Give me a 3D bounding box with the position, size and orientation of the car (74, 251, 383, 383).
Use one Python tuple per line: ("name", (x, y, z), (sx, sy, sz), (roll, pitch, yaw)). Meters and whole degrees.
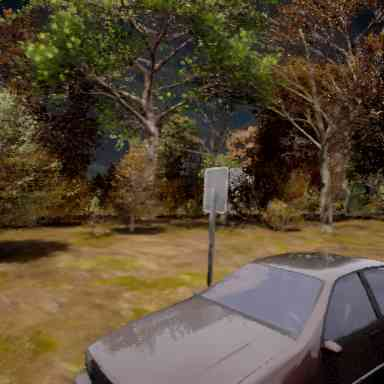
("car", (1.453, 1.545, 4.185), (5.357, 1.411, 2.033), (0, 0, -36))
